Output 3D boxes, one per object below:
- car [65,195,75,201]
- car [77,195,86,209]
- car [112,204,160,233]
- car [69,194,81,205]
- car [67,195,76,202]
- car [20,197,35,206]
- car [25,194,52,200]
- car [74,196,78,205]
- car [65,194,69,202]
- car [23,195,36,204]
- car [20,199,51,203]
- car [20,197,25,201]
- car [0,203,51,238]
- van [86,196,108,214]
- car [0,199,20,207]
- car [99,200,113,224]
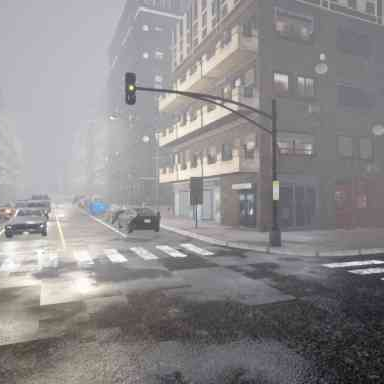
[{"bbox_3d":[-31.947,1.618,87.040,2.008,1.369,4.403,1,0,-23],"label":"car"},{"bbox_3d":[-14.308,1.556,45.673,1.752,1.417,4.829,1,0,-23],"label":"car"},{"bbox_3d":[-3.177,1.579,19.564,1.947,1.339,4.313,1,0,-23],"label":"car"},{"bbox_3d":[-20.877,1.359,61.089,2.192,1.841,5.009,1,0,-23],"label":"car"},{"bbox_3d":[-29.800,1.588,82.008,1.752,1.417,4.829,1,0,-23],"label":"car"},{"bbox_3d":[-28.590,1.592,57.801,2.008,1.369,4.403,1,0,-23],"label":"car"},{"bbox_3d":[-16.962,1.246,37.195,2.150,2.045,5.566,0,0,-22],"label":"car"},{"bbox_3d":[-16.456,1.617,50.707,1.802,1.307,4.206,1,0,-23],"label":"car"},{"bbox_3d":[-27.521,1.609,76.660,2.008,1.369,4.403,1,0,-23],"label":"car"},{"bbox_3d":[-30.801,1.486,62.993,1.967,1.590,4.097,1,0,-23],"label":"car"},{"bbox_3d":[-12.779,1.543,27.306,1.812,1.442,4.674,0,0,-23],"label":"car"},{"bbox_3d":[-24.163,1.577,47.421,1.887,1.381,4.507,1,0,-23],"label":"car"},{"bbox_3d":[-8.902,1.559,18.192,2.033,1.411,5.357,0,0,-23],"label":"car"},{"bbox_3d":[-9.812,1.364,35.137,1.690,1.788,3.998,1,0,-23],"label":"van"},{"bbox_3d":[-15.310,1.457,26.659,1.967,1.590,4.097,1,0,-23],"label":"car"},{"bbox_3d":[-5.390,1.567,24.755,2.008,1.369,4.403,1,0,-23],"label":"car"}]
